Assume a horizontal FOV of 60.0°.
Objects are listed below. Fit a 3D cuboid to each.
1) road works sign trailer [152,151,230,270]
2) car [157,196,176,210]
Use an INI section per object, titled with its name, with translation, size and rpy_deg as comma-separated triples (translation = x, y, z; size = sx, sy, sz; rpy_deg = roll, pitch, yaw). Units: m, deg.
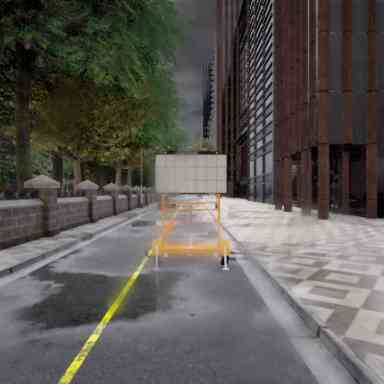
[road works sign trailer]
translation = -0.029, 0.464, 11.004
size = 2.380, 3.560, 2.880
rpy_deg = 0, 0, 0
[car]
translation = -3.112, 1.325, 41.438
size = 2.097, 1.767, 4.553
rpy_deg = 0, 0, 0
